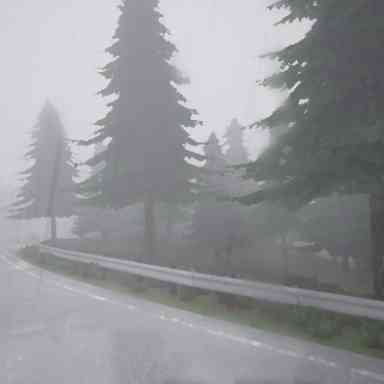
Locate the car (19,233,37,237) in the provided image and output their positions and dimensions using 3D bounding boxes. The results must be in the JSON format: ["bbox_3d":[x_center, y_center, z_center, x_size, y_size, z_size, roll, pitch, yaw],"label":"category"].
[{"bbox_3d":[-20.898,5.972,42.570,2.128,1.511,4.902,-2,-7,-11],"label":"car"}]
